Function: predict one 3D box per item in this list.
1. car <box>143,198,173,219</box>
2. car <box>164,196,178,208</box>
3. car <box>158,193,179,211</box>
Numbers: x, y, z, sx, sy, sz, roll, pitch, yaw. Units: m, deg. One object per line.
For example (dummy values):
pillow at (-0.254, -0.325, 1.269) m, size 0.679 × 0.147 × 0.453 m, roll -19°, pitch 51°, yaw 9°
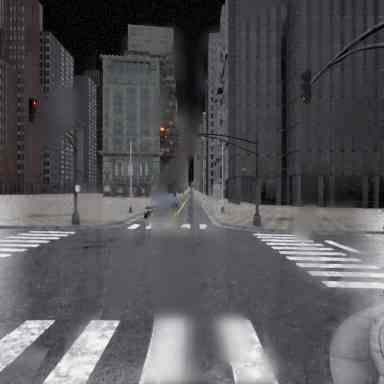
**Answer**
car at (-3.112, 1.548, 29.833) m, size 2.033 × 1.411 × 5.357 m, roll 0°, pitch 0°, yaw 0°
car at (-3.107, 1.479, 50.531) m, size 1.882 × 1.535 × 5.008 m, roll 0°, pitch 0°, yaw 0°
car at (-3.113, 1.222, 40.084) m, size 2.150 × 2.045 × 5.566 m, roll 0°, pitch 0°, yaw 0°
